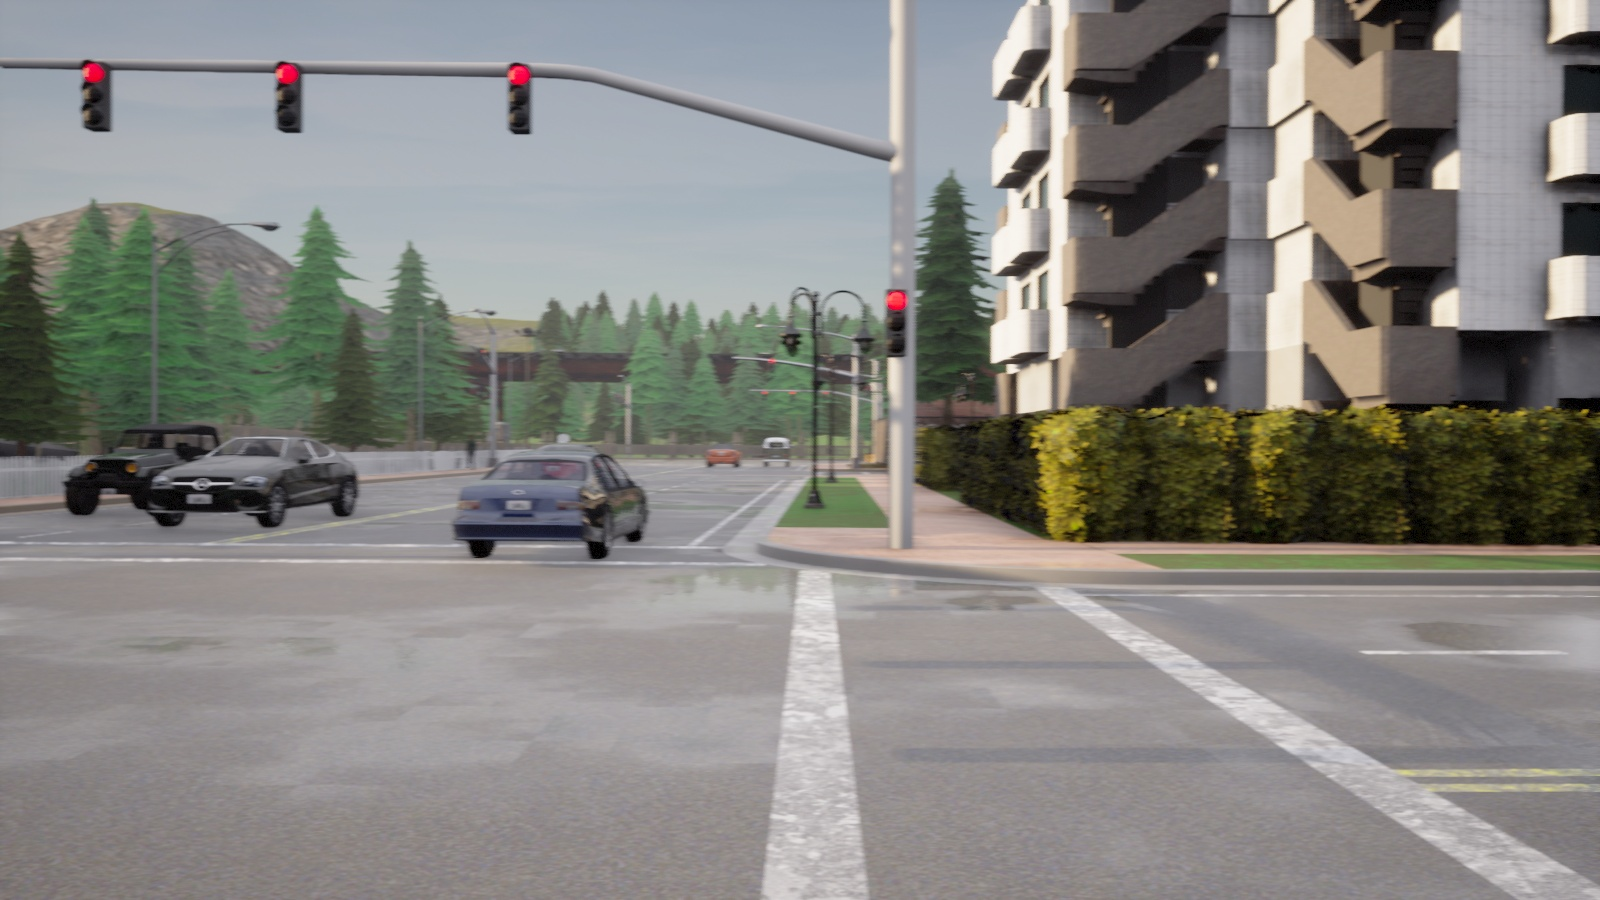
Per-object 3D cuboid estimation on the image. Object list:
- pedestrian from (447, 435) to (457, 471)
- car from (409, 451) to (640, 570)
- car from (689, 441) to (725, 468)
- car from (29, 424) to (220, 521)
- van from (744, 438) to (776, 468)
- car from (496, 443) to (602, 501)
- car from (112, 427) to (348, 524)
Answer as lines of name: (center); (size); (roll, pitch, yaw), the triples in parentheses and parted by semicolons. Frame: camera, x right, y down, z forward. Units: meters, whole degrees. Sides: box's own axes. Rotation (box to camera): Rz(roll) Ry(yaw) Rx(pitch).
pedestrian: (-17.817, 0.162, 64.336); (0.353, 1.847, 0.614); (0, 0, 1)
car: (-3.661, 0.725, 17.816); (2.033, 1.411, 5.357); (0, 0, 1)
car: (-6.292, 0.306, 85.389); (2.097, 1.767, 4.553); (0, 0, 1)
car: (-14.052, 0.431, 26.387); (1.905, 1.878, 3.866); (0, 0, 1)
van: (-2.758, 0.167, 87.955); (2.069, 2.038, 4.480); (0, 0, 1)
car: (-6.939, 0.562, 35.136); (2.007, 1.525, 4.514); (0, 0, 1)
car: (-10.584, 0.427, 23.831); (2.152, 1.651, 5.027); (0, 0, 1)
